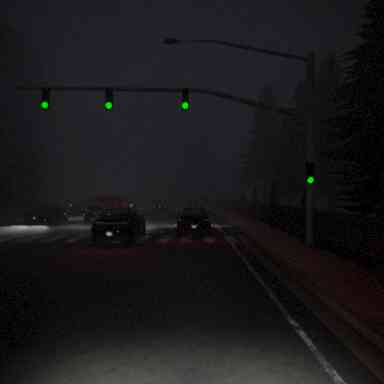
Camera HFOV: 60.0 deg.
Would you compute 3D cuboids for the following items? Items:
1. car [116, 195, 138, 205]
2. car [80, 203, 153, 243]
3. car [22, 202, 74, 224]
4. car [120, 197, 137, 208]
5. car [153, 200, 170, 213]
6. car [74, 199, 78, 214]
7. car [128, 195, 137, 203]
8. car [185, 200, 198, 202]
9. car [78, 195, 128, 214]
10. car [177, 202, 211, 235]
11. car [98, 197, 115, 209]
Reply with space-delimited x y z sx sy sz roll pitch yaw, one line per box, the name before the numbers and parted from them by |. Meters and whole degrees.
car | -12.320 1.398 62.466 2.097 1.767 4.553 0 0 -41
car | -3.398 1.499 16.061 2.128 1.511 4.902 0 0 0
car | -10.576 1.557 24.277 1.994 1.385 4.181 0 0 0
car | -9.780 1.562 50.670 1.812 1.442 4.674 0 0 -21
car | -3.516 1.588 37.618 2.033 1.411 5.357 0 0 -3
car | -10.602 1.358 32.978 2.097 1.767 4.553 0 0 0
car | -7.232 1.379 36.752 2.097 1.767 4.553 0 0 -2
car | -0.064 1.602 38.306 2.033 1.411 5.357 0 0 -4
car | -7.056 1.232 27.108 2.150 2.045 5.566 0 0 1
car | 0.101 1.551 19.026 1.812 1.442 4.674 0 0 0
car | -11.884 1.512 45.989 2.128 1.511 4.902 0 0 -15
